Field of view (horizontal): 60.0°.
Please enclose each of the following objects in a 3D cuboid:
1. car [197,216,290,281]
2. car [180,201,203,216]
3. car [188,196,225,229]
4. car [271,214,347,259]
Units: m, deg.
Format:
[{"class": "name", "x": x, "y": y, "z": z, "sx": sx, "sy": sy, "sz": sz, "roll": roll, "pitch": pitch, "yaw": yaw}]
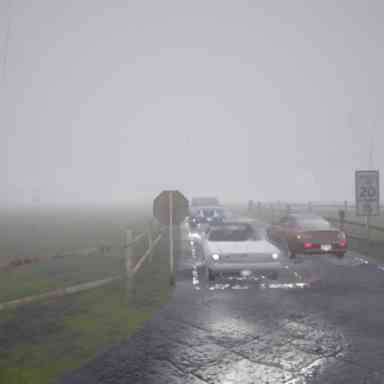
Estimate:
[{"class": "car", "x": 1.277, "y": 1.647, "z": 10.196, "sx": 1.895, "sy": 1.301, "sz": 4.718, "roll": -1, "pitch": 0, "yaw": -1}, {"class": "car", "x": -0.143, "y": 1.731, "z": 36.831, "sx": 2.033, "sy": 1.411, "sz": 5.357, "roll": -1, "pitch": 0, "yaw": -5}, {"class": "car", "x": 0.887, "y": 1.334, "z": 23.114, "sx": 2.150, "sy": 2.045, "sz": 5.566, "roll": -1, "pitch": -1, "yaw": -3}, {"class": "car", "x": 4.105, "y": 1.549, "z": 12.539, "sx": 1.812, "sy": 1.442, "sz": 4.674, "roll": -1, "pitch": 0, "yaw": -1}]
